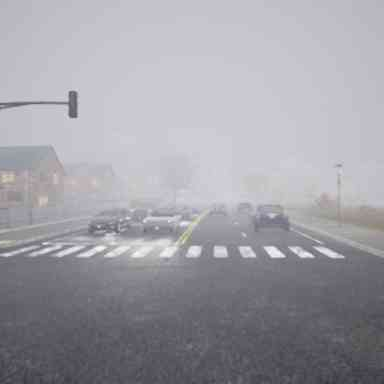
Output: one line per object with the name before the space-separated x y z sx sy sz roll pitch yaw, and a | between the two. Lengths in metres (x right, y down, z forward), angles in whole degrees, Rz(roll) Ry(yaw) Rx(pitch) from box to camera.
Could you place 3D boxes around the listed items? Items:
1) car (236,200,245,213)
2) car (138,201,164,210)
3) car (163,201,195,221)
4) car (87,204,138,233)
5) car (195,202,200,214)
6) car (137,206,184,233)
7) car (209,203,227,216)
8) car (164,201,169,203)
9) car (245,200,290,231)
car | 6.677 1.826 42.256 1.837 1.490 4.892 -1 -1 6
car | -4.323 1.673 31.226 2.097 1.767 4.553 -1 -1 5
car | -1.124 1.847 30.487 1.994 1.385 4.181 -1 -1 5
car | -5.125 1.743 21.401 1.837 1.490 4.892 -1 -1 4
car | -0.154 1.899 40.702 1.812 1.442 4.674 -1 -1 6
car | -1.866 1.808 21.425 1.895 1.301 4.718 -1 -1 4
car | 2.804 1.845 35.974 2.033 1.411 5.357 -1 -1 5
car | -3.324 1.892 41.597 1.882 1.535 5.008 -1 -1 6
car | 4.868 1.496 21.655 2.097 1.767 4.553 -1 -1 4
